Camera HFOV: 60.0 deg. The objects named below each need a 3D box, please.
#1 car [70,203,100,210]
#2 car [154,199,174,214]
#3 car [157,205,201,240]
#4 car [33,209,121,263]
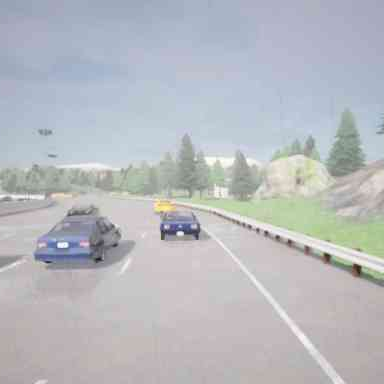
[{"bbox_3d":[-8.913,1.611,27.784,1.895,1.301,4.718,0,0,-8],"label":"car"},{"bbox_3d":[-2.935,1.458,34.866,1.882,1.535,5.008,0,0,-9],"label":"car"},{"bbox_3d":[-0.693,1.588,17.094,1.895,1.301,4.718,0,0,-5],"label":"car"},{"bbox_3d":[-3.814,1.552,11.946,2.033,1.411,5.357,0,0,-4],"label":"car"}]
